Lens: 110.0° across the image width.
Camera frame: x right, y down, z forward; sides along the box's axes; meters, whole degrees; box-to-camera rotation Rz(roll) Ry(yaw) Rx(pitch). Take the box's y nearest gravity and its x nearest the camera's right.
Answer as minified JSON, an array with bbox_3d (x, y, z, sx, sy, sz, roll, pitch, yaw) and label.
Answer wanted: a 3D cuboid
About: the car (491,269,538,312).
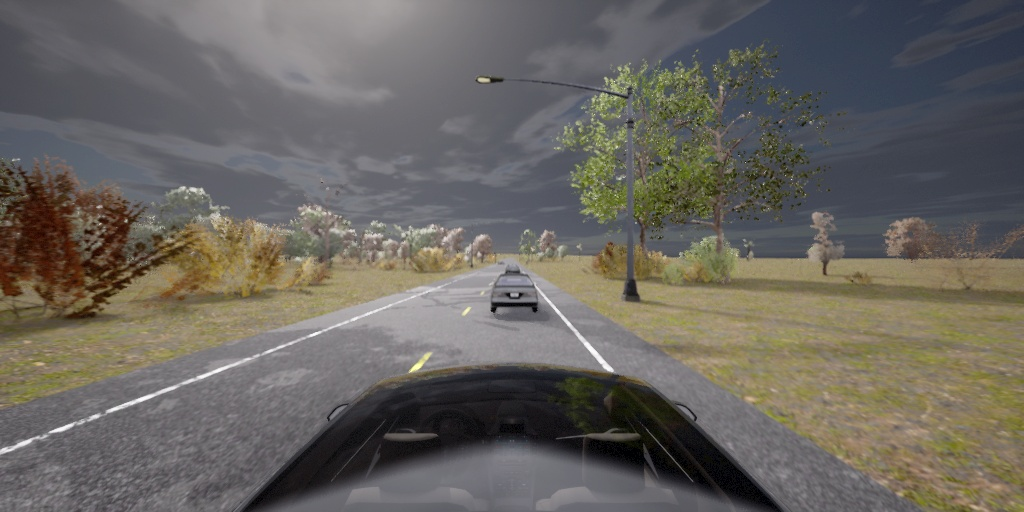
[{"bbox_3d":[0.090,1.437,15.035,2.033,1.411,5.357,0,-1,0],"label":"car"}]

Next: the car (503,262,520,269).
[{"bbox_3d":[0.099,1.787,49.872,1.994,1.385,4.181,0,-1,0],"label":"car"}]
